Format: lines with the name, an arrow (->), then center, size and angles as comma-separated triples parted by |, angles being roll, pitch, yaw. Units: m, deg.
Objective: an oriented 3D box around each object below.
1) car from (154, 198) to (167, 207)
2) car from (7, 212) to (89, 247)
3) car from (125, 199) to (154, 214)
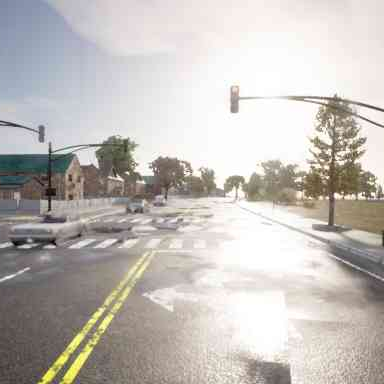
car -> -4.988, 1.620, 52.230 | 1.812, 1.442, 4.674 | 0, 0, 3
car -> -6.366, 1.614, 15.307 | 1.895, 1.301, 4.718 | 0, 0, 1
car -> -5.794, 1.545, 35.599 | 2.128, 1.511, 4.902 | 0, 0, 2
